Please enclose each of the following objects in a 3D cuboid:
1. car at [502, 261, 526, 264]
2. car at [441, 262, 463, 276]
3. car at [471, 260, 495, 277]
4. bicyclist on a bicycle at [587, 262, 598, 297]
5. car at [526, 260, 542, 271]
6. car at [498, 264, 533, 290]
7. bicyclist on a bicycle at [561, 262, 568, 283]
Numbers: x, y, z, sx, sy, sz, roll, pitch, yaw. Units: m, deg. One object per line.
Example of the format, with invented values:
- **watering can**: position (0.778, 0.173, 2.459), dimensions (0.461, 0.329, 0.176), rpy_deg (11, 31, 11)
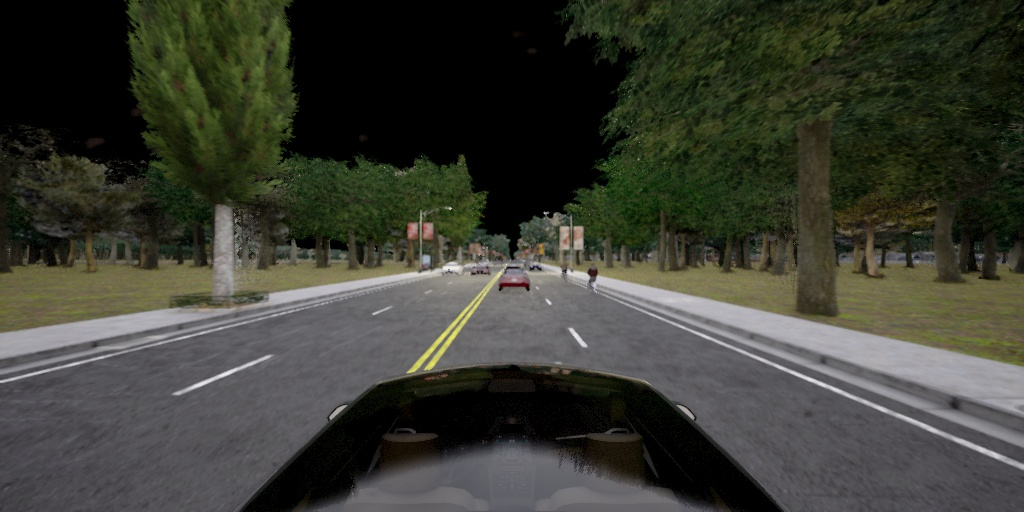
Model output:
- **car**: position (0.177, 1.479, 41.287), dimensions (2.033, 1.411, 5.357), rpy_deg (0, 0, 0)
- **car**: position (-6.517, 1.438, 39.382), dimensions (1.812, 1.442, 4.674), rpy_deg (0, 0, 0)
- **car**: position (-3.269, 1.478, 38.649), dimensions (1.994, 1.385, 4.181), rpy_deg (0, 0, 0)
- **bicyclist on a bicycle**: position (4.174, 1.205, 18.725), dimensions (0.659, 1.776, 1.843), rpy_deg (0, 0, 0)
- **car**: position (3.453, 1.601, 54.661), dimensions (1.895, 1.301, 4.718), rpy_deg (0, 0, 0)
- **car**: position (0.141, 1.414, 23.573), dimensions (1.994, 1.385, 4.181), rpy_deg (0, 0, 0)
- **bicyclist on a bicycle**: position (4.194, 1.333, 28.699), dimensions (0.582, 1.620, 1.656), rpy_deg (0, -1, 0)
